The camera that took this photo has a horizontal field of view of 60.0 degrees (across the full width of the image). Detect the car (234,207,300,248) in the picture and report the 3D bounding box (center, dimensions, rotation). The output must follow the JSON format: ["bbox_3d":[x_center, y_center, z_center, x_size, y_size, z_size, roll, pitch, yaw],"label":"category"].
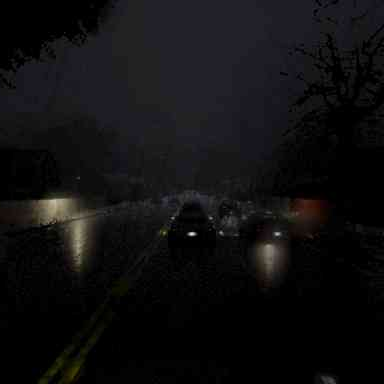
[{"bbox_3d":[3.250,1.570,14.651,1.994,1.385,4.181,0,0,0],"label":"car"}]

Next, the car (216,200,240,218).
[{"bbox_3d":[3.250,1.494,29.652,2.128,1.511,4.902,0,0,0],"label":"car"}]

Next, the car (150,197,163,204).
[{"bbox_3d":[-6.500,1.599,61.653,1.994,1.385,4.181,0,0,0],"label":"car"}]

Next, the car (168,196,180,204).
[{"bbox_3d":[-3.250,1.559,61.653,1.812,1.442,4.674,0,0,0],"label":"car"}]

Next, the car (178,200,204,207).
[{"bbox_3d":[0.000,1.516,29.652,1.837,1.490,4.892,0,0,0],"label":"car"}]

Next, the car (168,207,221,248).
[{"bbox_3d":[0.000,1.570,14.651,1.994,1.385,4.181,0,0,0],"label":"car"}]
